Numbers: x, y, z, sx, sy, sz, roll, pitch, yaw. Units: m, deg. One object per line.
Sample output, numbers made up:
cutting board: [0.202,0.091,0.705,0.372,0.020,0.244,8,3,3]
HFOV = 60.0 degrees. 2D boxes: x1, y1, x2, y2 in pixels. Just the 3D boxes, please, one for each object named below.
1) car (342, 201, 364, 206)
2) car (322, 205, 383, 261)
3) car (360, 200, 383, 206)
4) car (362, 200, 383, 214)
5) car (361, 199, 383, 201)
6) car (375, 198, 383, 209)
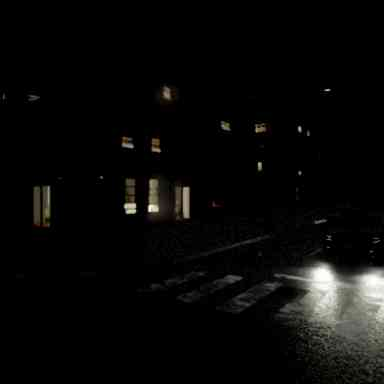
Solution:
car: [10.681,1.561,23.253,1.752,1.417,4.829,0,0,35]
car: [6.490,1.492,12.769,1.882,1.535,5.008,0,0,36]
car: [12.319,1.515,21.073,2.128,1.511,4.902,0,0,35]
car: [20.290,1.604,36.956,1.887,1.381,4.507,0,0,35]
car: [17.119,1.491,32.436,1.967,1.590,4.097,0,0,35]
car: [26.630,1.623,45.997,1.887,1.381,4.507,-1,0,35]
